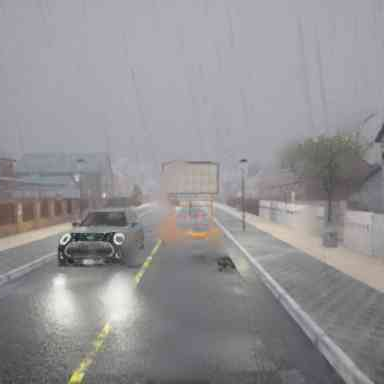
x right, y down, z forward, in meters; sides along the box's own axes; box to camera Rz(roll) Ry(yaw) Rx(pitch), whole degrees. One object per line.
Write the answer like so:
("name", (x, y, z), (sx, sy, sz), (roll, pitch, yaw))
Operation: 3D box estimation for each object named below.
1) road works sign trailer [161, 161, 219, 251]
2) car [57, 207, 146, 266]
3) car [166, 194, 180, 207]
("road works sign trailer", (-0.065, 0.481, 14.280), (2.380, 3.560, 2.880), (0, 0, 0))
("car", (-2.911, 1.365, 11.566), (2.097, 1.767, 4.553), (0, 0, 0))
("car", (-3.124, 1.368, 55.656), (2.150, 2.045, 5.566), (0, 0, 0))
